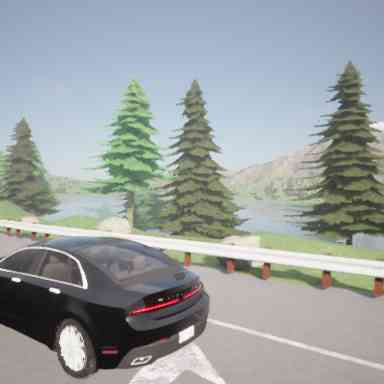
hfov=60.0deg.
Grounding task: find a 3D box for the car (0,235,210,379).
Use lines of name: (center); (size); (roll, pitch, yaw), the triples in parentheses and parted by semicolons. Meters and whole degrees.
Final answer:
car: (-2.016, 1.495, 5.539); (4.892, 1.490, 1.837); (0, 0, 36)
